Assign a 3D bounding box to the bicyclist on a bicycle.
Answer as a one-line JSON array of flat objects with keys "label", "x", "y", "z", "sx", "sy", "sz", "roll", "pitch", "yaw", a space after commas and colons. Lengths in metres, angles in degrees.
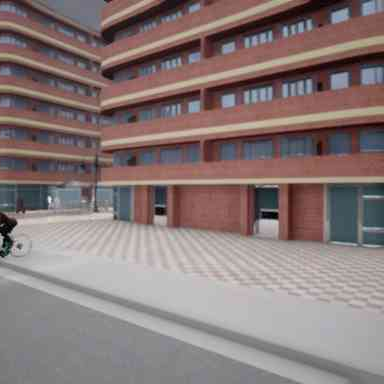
[{"label": "bicyclist on a bicycle", "x": -5.239, "y": 1.169, "z": 9.083, "sx": 0.582, "sy": 1.620, "sz": 1.656, "roll": 2, "pitch": 10, "yaw": 36}]
